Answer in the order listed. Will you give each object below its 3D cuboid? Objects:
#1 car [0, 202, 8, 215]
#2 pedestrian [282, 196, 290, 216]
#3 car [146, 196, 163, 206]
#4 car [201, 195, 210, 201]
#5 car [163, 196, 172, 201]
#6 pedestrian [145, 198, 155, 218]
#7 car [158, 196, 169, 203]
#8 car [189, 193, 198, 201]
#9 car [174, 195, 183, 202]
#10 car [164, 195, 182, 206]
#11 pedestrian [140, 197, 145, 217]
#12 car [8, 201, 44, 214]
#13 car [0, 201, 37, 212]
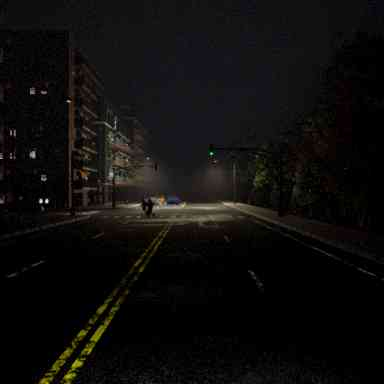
[{"bbox_3d":[-22.563,1.595,34.623,5.009,1.841,2.192,-1,1,-1],"label":"car"},{"bbox_3d":[8.058,1.149,28.758,0.375,1.860,0.375,0,0,0],"label":"pedestrian"},{"bbox_3d":[-6.421,1.568,54.401,2.033,1.411,5.357,0,0,0],"label":"car"},{"bbox_3d":[3.519,1.540,85.571,1.837,1.490,4.892,0,0,0],"label":"car"},{"bbox_3d":[-6.235,1.628,84.518,1.895,1.301,4.718,0,0,0],"label":"car"},{"bbox_3d":[-3.543,1.301,28.098,0.375,1.860,0.375,0,0,0],"label":"pedestrian"},{"bbox_3d":[-6.270,1.561,74.194,2.128,1.511,4.902,0,0,0],"label":"car"},{"bbox_3d":[0.269,1.265,85.613,2.150,2.045,5.566,0,0,0],"label":"car"},{"bbox_3d":[-3.015,1.537,75.385,1.837,1.490,4.892,0,0,0],"label":"car"},{"bbox_3d":[-3.165,1.499,55.843,1.882,1.535,5.008,0,0,0],"label":"car"},{"bbox_3d":[-4.204,1.310,29.398,0.375,1.860,0.375,0,0,0],"label":"pedestrian"},{"bbox_3d":[-19.218,1.727,37.427,4.902,1.511,2.128,-1,0,1],"label":"car"},{"bbox_3d":[-22.654,1.856,43.273,4.206,1.307,1.802,-1,1,-1],"label":"car"}]
